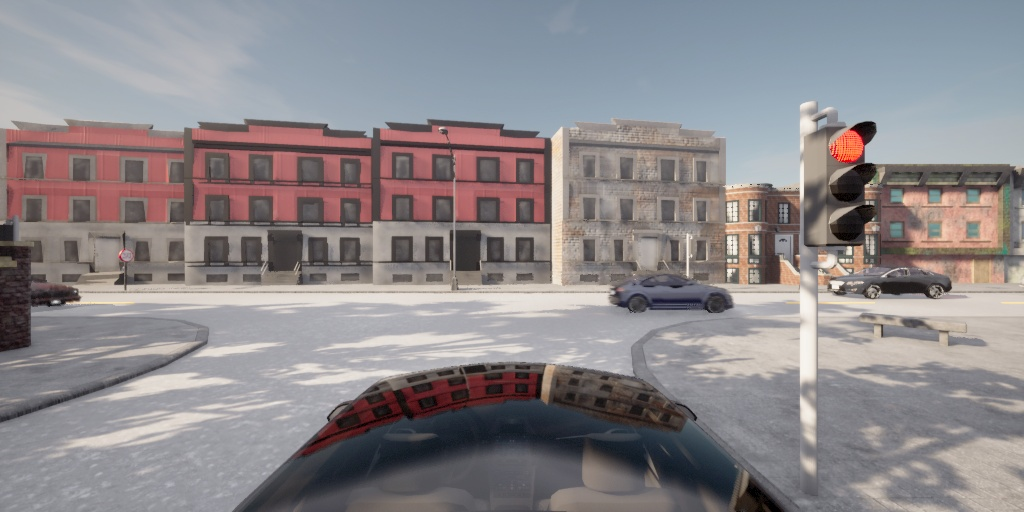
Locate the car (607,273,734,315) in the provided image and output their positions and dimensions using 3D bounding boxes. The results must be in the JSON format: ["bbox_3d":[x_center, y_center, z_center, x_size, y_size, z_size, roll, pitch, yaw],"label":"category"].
[{"bbox_3d":[5.684,1.314,13.159,4.181,1.385,1.994,0,0,0],"label":"car"}]

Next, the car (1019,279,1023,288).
[{"bbox_3d":[28.051,1.351,17.361,4.718,1.301,1.895,0,0,0],"label":"car"}]

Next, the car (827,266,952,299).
[{"bbox_3d":[18.123,1.242,17.366,4.902,1.511,2.128,0,0,0],"label":"car"}]

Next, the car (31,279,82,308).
[{"bbox_3d":[-19.382,1.297,13.142,5.357,1.411,2.033,0,0,0],"label":"car"}]
